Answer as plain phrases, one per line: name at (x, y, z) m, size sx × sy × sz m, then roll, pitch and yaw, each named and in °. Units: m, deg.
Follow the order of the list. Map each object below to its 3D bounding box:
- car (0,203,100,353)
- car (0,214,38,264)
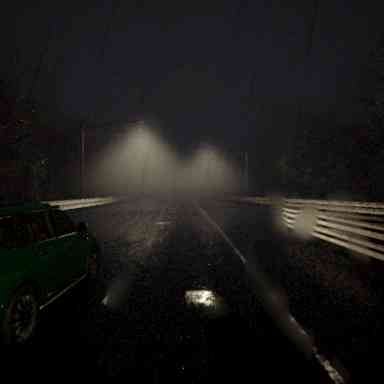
car at (-3.425, 1.210, 6.243) m, size 2.150 × 2.045 × 5.566 m, roll 0°, pitch 0°, yaw 0°
car at (-6.958, 1.545, 10.809) m, size 1.994 × 1.385 × 4.181 m, roll 0°, pitch 0°, yaw 0°
